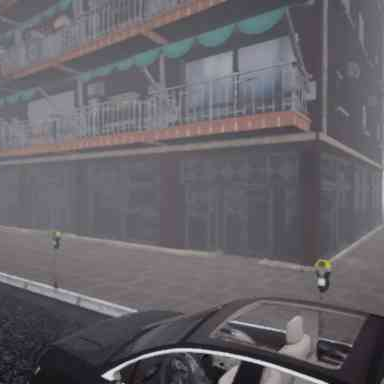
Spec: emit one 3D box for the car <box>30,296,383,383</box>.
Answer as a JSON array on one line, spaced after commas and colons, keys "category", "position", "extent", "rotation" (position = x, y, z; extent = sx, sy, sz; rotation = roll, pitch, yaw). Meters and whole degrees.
[{"category": "car", "position": [0.492, 1.557, 2.511], "extent": [4.403, 1.369, 2.008], "rotation": [0, 1, 36]}]
